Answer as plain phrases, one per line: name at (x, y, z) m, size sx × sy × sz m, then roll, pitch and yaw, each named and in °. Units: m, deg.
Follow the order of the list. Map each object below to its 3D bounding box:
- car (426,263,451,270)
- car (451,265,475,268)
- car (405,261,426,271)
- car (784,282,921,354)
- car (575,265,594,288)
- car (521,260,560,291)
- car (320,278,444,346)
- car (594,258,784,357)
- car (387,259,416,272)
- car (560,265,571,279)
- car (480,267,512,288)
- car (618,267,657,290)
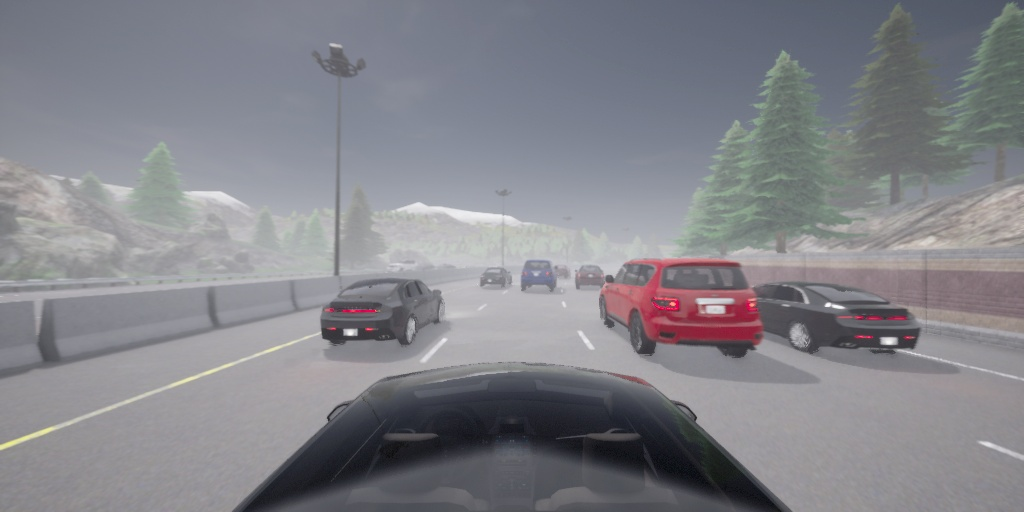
car at (-9.773, 1.806, 51.492) m, size 2.128 × 1.511 × 4.902 m, roll 0°, pitch -1°, yaw 18°
car at (-6.357, 1.969, 50.680) m, size 1.895 × 1.301 × 4.718 m, roll 0°, pitch -1°, yaw 18°
car at (-12.993, 1.817, 52.907) m, size 2.128 × 1.511 × 4.902 m, roll 0°, pitch -1°, yaw 18°
car at (7.305, 1.401, 9.265) m, size 1.837 × 1.490 × 4.892 m, roll 0°, pitch -1°, yaw 2°
car at (5.864, 1.463, 27.127) m, size 2.097 × 1.767 × 4.553 m, roll 0°, pitch -1°, yaw 10°
car at (1.942, 1.280, 24.932) m, size 2.150 × 2.045 × 5.566 m, roll 0°, pitch 0°, yaw 9°
car at (-3.176, 1.334, 9.708) m, size 1.837 × 1.490 × 4.892 m, roll 0°, pitch -1°, yaw 2°
car at (3.768, 1.091, 9.121) m, size 2.150 × 2.045 × 5.566 m, roll 0°, pitch -1°, yaw 2°
car at (-16.335, 1.516, 53.946) m, size 2.150 × 2.045 × 5.566 m, roll 0°, pitch -1°, yaw 18°
car at (5.697, 1.770, 41.562) m, size 1.882 × 1.535 × 5.008 m, roll 0°, pitch 0°, yaw 16°
car at (-1.182, 1.594, 27.576) m, size 1.812 × 1.442 × 4.674 m, roll 0°, pitch -1°, yaw 9°
car at (9.481, 1.633, 27.520) m, size 2.128 × 1.511 × 4.902 m, roll 0°, pitch -1°, yaw 11°
